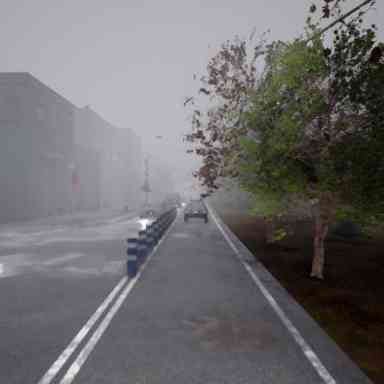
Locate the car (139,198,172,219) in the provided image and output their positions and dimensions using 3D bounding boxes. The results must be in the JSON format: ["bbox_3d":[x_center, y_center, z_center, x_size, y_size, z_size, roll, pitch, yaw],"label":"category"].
[{"bbox_3d":[-3.168,1.517,28.381,1.994,1.385,4.181,0,0,3],"label":"car"}]

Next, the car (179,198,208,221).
[{"bbox_3d":[0.324,1.506,26.961,2.033,1.411,5.357,0,0,1],"label":"car"}]

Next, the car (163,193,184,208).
[{"bbox_3d":[-2.702,1.093,46.465,2.150,2.045,5.566,0,0,2],"label":"car"}]

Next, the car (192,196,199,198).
[{"bbox_3d":[0.714,1.349,45.859,1.882,1.535,5.008,0,0,1],"label":"car"}]

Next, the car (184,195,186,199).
[{"bbox_3d":[-2.174,1.293,65.057,2.128,1.511,4.902,0,0,1],"label":"car"}]
